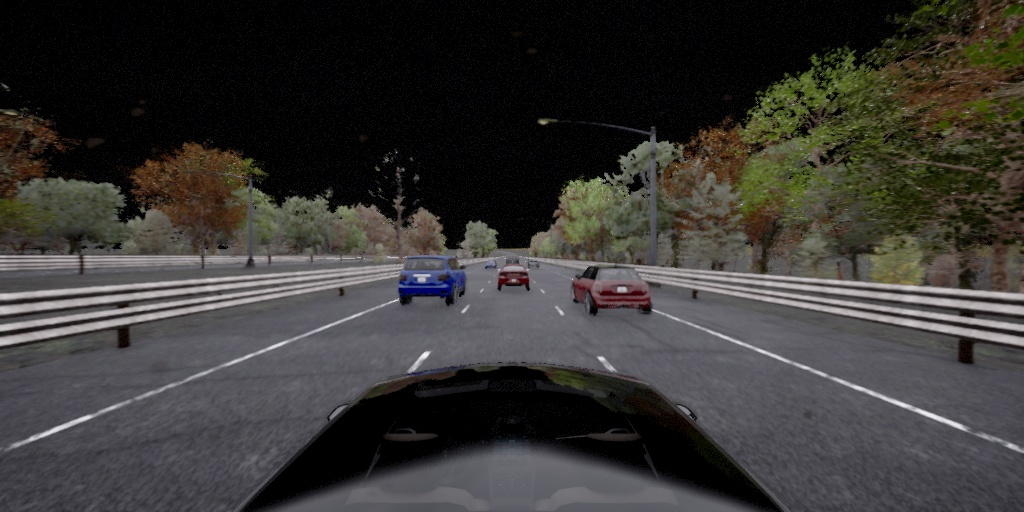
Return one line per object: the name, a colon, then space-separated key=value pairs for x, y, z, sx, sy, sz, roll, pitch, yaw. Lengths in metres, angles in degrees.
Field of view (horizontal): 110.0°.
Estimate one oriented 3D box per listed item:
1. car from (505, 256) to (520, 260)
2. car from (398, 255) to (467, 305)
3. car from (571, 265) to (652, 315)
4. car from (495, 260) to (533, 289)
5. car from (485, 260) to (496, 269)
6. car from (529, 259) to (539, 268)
car: x=0.093 y=1.027 z=60.557 sx=2.150 sy=2.045 sz=5.566 roll=0 pitch=0 yaw=0
car: x=-3.404 y=0.986 z=16.220 sx=2.150 sy=2.045 sz=5.566 roll=0 pitch=0 yaw=0
car: x=3.597 y=1.113 z=13.840 sx=2.097 sy=1.767 sz=4.553 roll=0 pitch=0 yaw=0
car: x=0.096 y=1.248 z=23.047 sx=1.882 sy=1.535 sz=5.008 roll=0 pitch=0 yaw=0
car: x=-3.407 y=1.351 z=59.609 sx=2.033 sy=1.411 sz=5.357 roll=0 pitch=0 yaw=0
car: x=3.591 y=1.297 z=61.754 sx=2.128 sy=1.511 sz=4.902 roll=0 pitch=0 yaw=0
